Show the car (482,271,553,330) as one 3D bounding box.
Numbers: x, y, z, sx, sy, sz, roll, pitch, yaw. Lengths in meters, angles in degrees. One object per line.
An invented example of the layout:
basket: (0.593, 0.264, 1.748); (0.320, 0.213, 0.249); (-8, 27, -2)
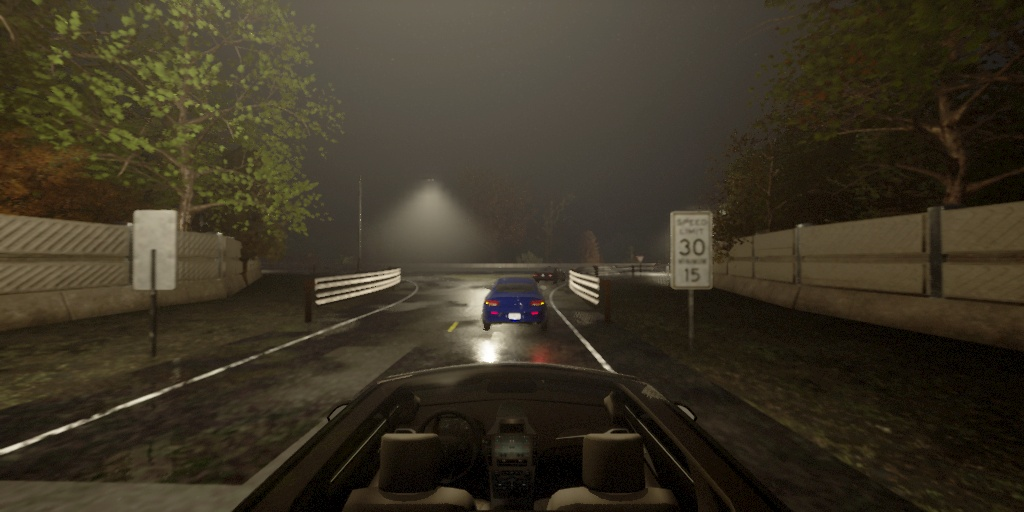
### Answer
car: (0.128, 1.385, 11.439); (1.812, 1.442, 4.674); (0, -1, 2)

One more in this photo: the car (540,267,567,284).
car: (3.348, 1.627, 30.839); (2.033, 1.411, 5.357); (0, -1, 21)
